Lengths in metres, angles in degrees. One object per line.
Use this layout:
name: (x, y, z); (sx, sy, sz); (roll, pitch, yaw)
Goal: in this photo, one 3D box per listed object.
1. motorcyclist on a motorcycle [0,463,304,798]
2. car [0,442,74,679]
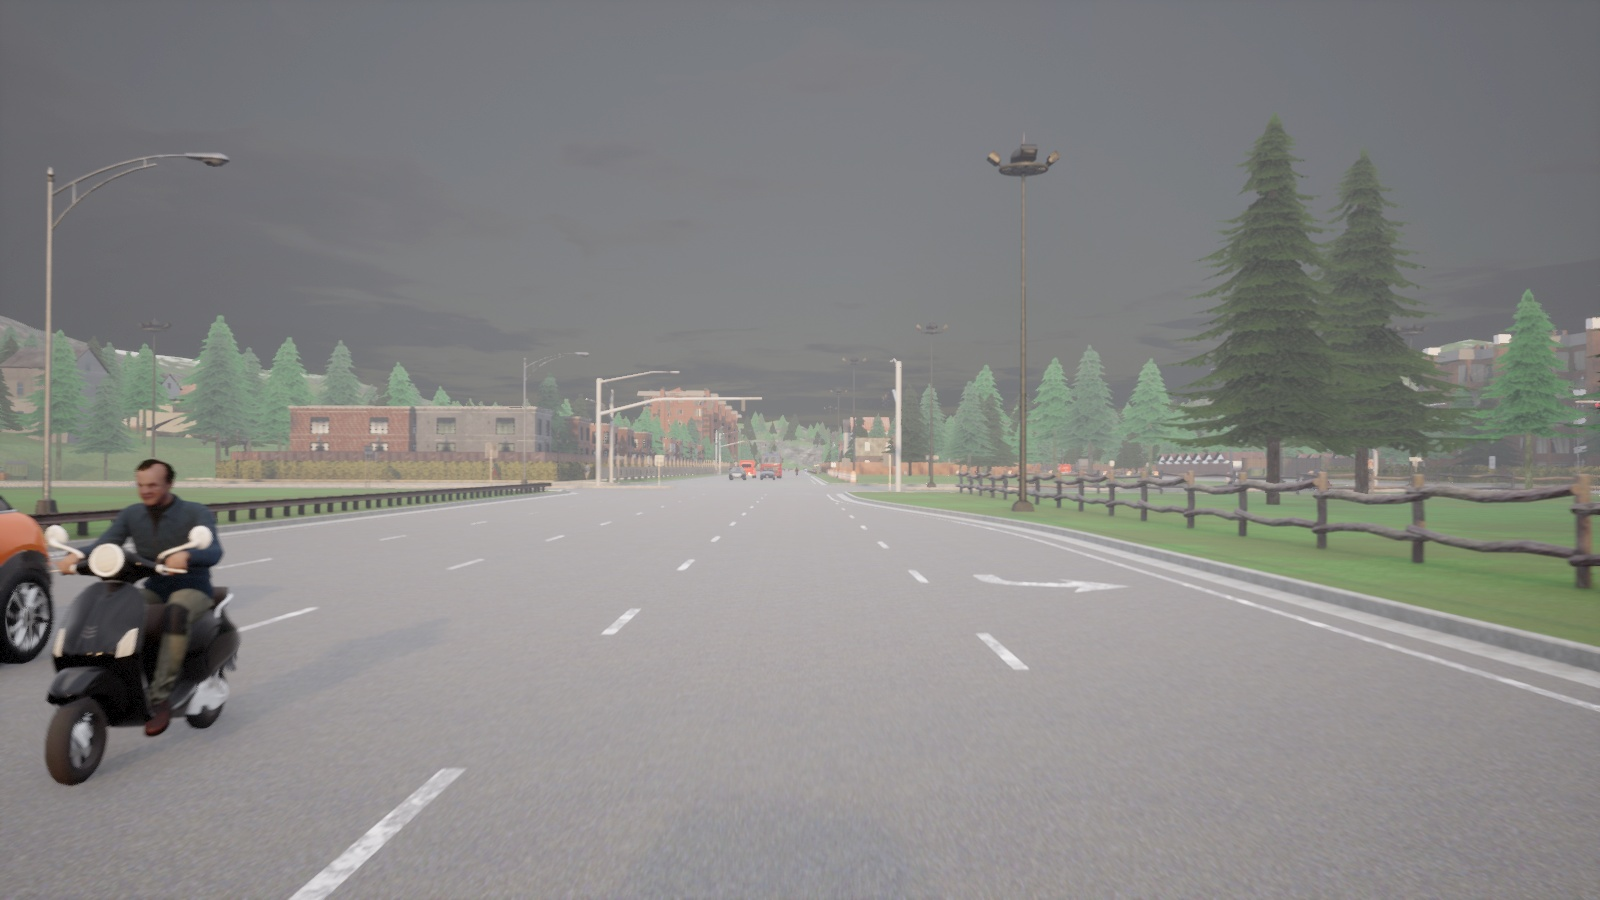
motorcyclist on a motorcycle: (-3.516, 0.873, 6.900); (0.866, 1.590, 1.817); (0, -1, 0)
car: (-7.020, 0.808, 8.051); (2.097, 1.767, 4.553); (0, -1, 0)
